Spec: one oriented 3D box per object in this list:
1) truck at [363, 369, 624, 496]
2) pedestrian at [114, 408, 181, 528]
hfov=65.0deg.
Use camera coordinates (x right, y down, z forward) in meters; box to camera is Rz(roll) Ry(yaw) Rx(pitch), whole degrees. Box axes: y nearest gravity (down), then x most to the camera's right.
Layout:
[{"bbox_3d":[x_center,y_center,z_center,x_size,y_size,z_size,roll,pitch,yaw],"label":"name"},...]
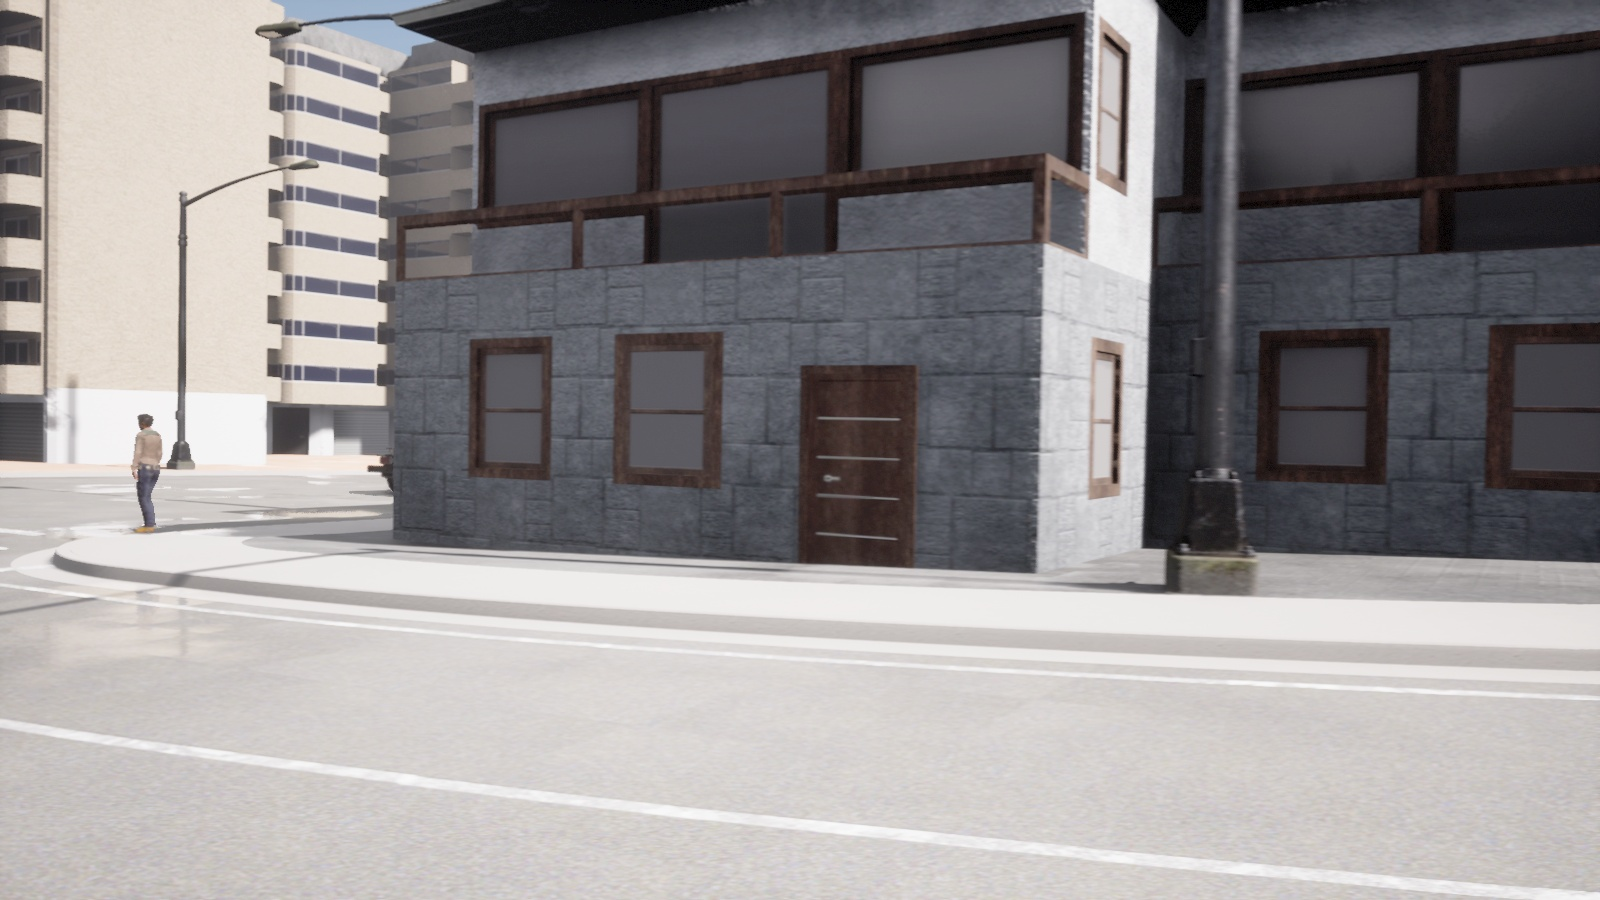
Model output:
[{"bbox_3d":[-9.085,-0.463,38.336,2.891,3.462,7.936,2,0,31],"label":"truck"},{"bbox_3d":[-10.035,0.264,19.314,0.869,1.805,0.328,2,1,12],"label":"pedestrian"}]
